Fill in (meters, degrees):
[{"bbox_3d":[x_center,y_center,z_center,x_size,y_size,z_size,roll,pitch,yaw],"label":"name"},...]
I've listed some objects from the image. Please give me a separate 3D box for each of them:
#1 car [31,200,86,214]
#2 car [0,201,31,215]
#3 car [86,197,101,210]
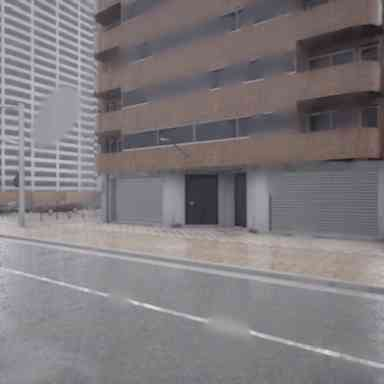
[{"bbox_3d":[-14.962,1.641,37.433,1.882,1.535,5.008,0,0,35],"label":"car"},{"bbox_3d":[-19.332,1.728,37.273,2.033,1.411,5.357,0,0,35],"label":"car"},{"bbox_3d":[-13.638,1.745,45.473,1.994,1.385,4.181,0,0,35],"label":"car"}]
